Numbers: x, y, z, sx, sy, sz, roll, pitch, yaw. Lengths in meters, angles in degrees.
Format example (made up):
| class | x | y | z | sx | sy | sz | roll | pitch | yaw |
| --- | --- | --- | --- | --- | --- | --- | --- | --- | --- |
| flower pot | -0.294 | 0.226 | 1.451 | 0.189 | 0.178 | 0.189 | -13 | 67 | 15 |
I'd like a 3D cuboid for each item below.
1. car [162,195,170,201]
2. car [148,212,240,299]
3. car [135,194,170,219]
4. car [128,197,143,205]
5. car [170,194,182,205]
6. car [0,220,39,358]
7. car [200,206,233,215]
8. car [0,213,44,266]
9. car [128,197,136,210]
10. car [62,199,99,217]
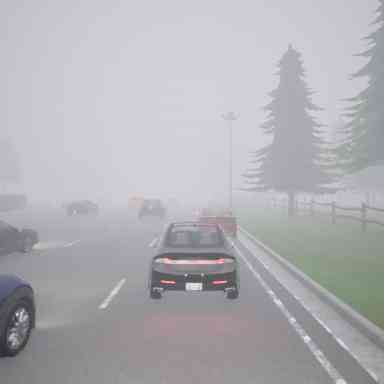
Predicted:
| class | x | y | z | sx | sy | sz | roll | pitch | yaw |
| --- | --- | --- | --- | --- | --- | --- | --- | --- | --- |
| car | -6.948 | 1.524 | 90.004 | 1.812 | 1.442 | 4.674 | 0 | 0 | 0 |
| car | 0.057 | 1.492 | 8.419 | 2.128 | 1.511 | 4.902 | 0 | 0 | 0 |
| car | -3.383 | 1.352 | 29.496 | 2.097 | 1.767 | 4.553 | 0 | 0 | 0 |
| car | -10.363 | 1.601 | 61.418 | 1.895 | 1.301 | 4.718 | 0 | 0 | 0 |
| car | -3.365 | 1.477 | 60.262 | 1.882 | 1.535 | 5.008 | 0 | 0 | 0 |
| car | -3.398 | 1.352 | 3.161 | 2.097 | 1.767 | 4.553 | 0 | 0 | 0 |
| car | 1.235 | 1.478 | 17.760 | 1.882 | 1.535 | 5.008 | 0 | 0 | 0 |
| car | -6.894 | 1.547 | 10.544 | 2.033 | 1.411 | 5.357 | 0 | 0 | 0 |
| car | -6.874 | 1.352 | 42.951 | 2.097 | 1.767 | 4.553 | 0 | 0 | 0 |
| car | -10.381 | 1.505 | 31.913 | 1.837 | 1.490 | 4.892 | 0 | 0 | 0 |
